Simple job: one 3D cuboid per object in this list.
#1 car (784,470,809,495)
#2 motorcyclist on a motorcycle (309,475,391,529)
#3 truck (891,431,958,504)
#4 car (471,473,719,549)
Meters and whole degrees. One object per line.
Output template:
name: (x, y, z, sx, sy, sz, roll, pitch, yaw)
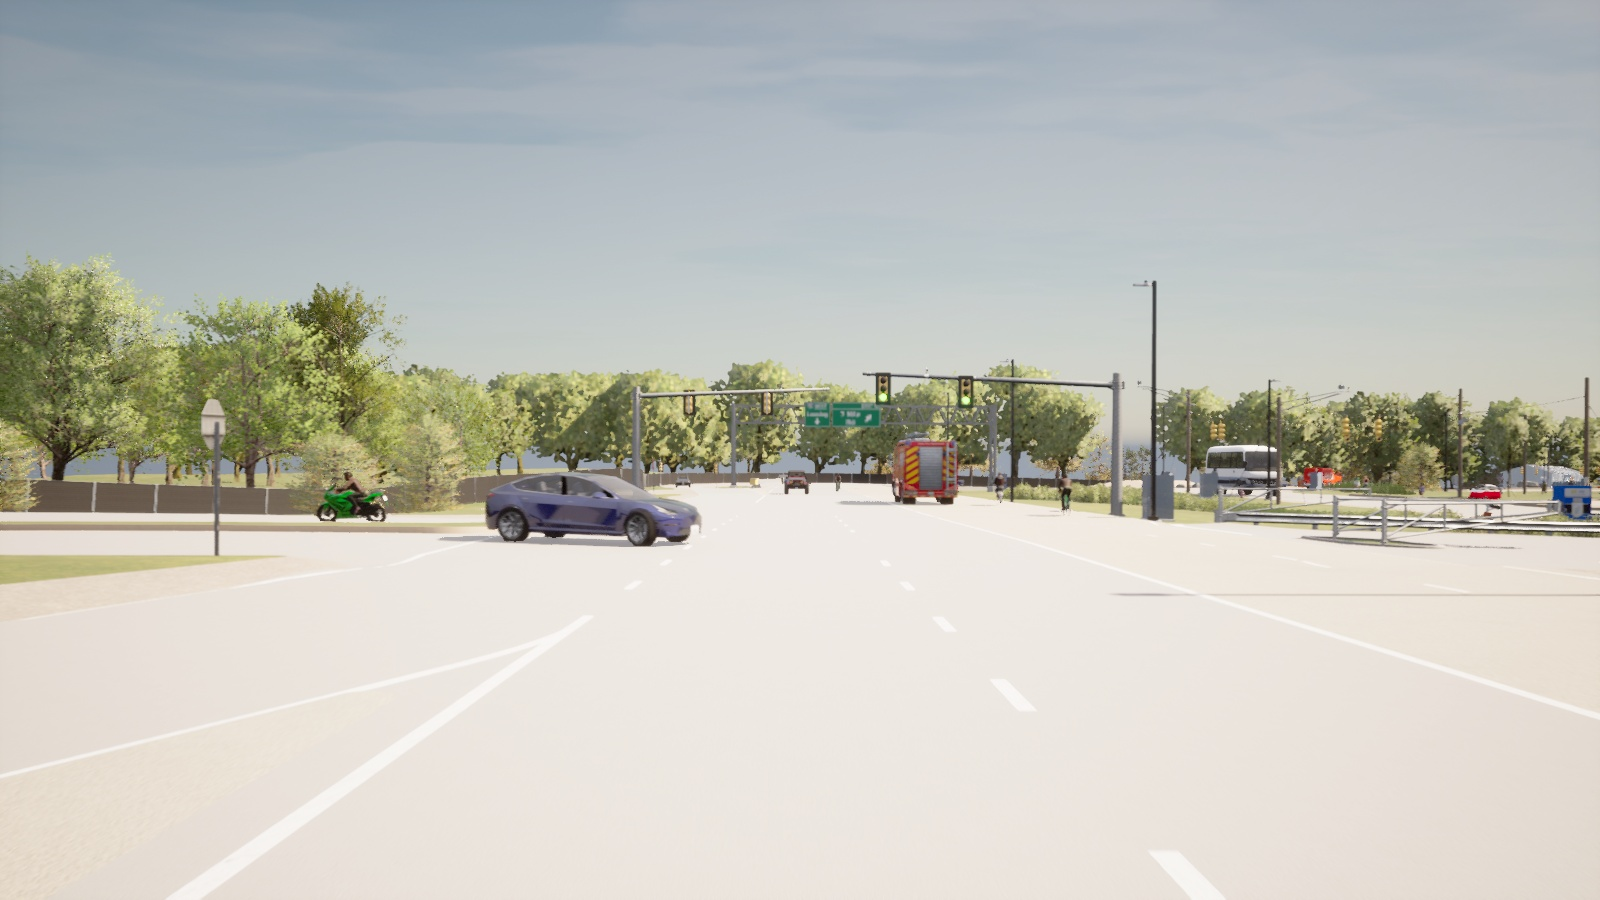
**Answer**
car: (-0.240, 2.521, 98.374, 1.905, 1.878, 3.866, 0, -1, 0)
motorcyclist on a motorcycle: (-12.840, 1.476, 35.837, 2.044, 1.523, 0.797, 0, -1, 0)
truck: (6.825, 0.991, 70.024, 2.891, 3.827, 8.468, 0, -1, 0)
car: (-4.383, 1.264, 26.977, 4.792, 1.488, 2.163, 0, -1, 20)
